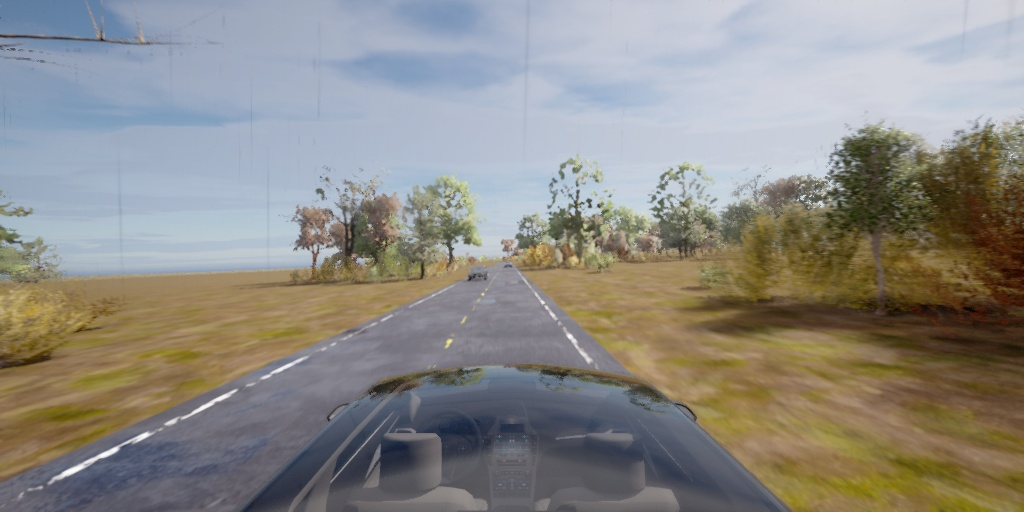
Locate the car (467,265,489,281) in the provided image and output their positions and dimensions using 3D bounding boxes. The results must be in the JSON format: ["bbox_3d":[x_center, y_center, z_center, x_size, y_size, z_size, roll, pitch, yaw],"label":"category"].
[{"bbox_3d":[-3.389,1.685,36.522,1.837,1.490,4.892,-2,0,-1],"label":"car"}]
